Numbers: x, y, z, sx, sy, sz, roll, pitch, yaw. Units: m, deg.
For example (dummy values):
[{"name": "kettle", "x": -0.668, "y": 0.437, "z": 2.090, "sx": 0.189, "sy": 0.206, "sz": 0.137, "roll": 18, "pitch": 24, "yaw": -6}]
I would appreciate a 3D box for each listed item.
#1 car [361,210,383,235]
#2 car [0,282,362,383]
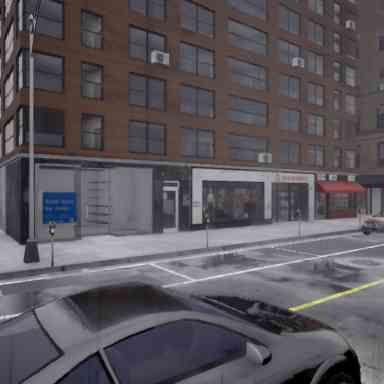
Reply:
[{"name": "car", "x": 10.616, "y": 1.582, "z": 17.470, "sx": 4.206, "sy": 1.307, "sz": 1.802, "roll": 0, "pitch": 0, "yaw": -35}, {"name": "car", "x": -0.342, "y": 1.564, "z": 2.923, "sx": 4.181, "sy": 1.385, "sz": 1.994, "roll": 0, "pitch": 0, "yaw": -35}]
